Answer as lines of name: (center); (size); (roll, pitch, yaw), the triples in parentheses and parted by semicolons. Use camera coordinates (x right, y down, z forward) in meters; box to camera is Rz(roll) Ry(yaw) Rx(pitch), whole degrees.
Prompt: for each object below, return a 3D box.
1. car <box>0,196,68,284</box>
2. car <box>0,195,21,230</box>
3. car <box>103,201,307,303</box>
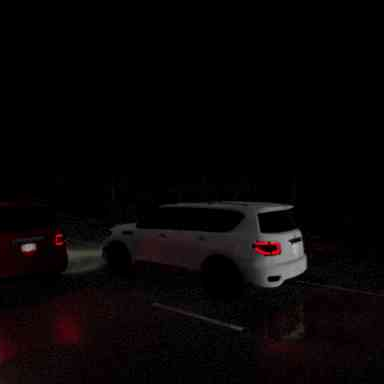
car: (-5.355, 1.236, 8.653); (5.566, 2.045, 2.150); (0, 0, 42)
car: (-13.114, 1.258, 22.061); (2.150, 2.045, 5.566); (0, 0, -38)
car: (0.053, 1.246, 8.565); (5.566, 2.045, 2.150); (0, 0, 39)
